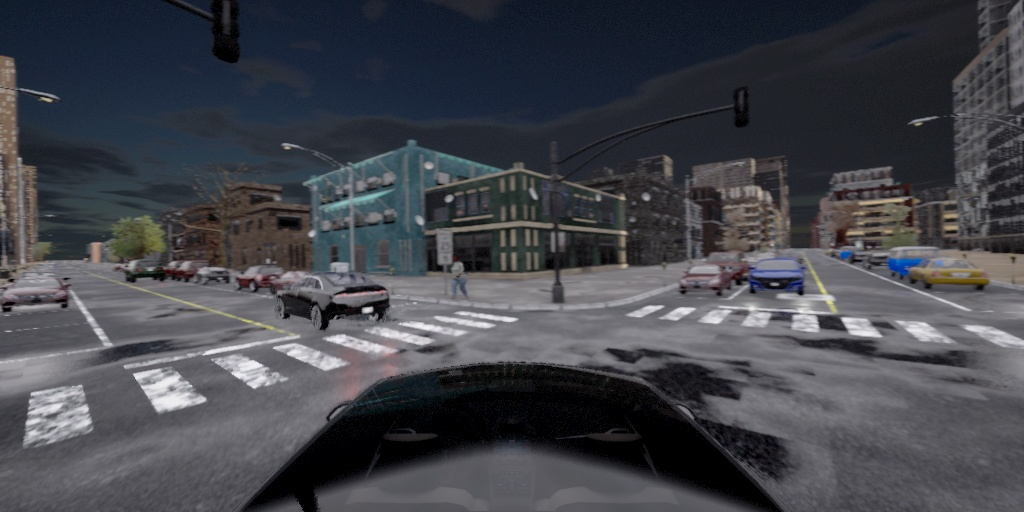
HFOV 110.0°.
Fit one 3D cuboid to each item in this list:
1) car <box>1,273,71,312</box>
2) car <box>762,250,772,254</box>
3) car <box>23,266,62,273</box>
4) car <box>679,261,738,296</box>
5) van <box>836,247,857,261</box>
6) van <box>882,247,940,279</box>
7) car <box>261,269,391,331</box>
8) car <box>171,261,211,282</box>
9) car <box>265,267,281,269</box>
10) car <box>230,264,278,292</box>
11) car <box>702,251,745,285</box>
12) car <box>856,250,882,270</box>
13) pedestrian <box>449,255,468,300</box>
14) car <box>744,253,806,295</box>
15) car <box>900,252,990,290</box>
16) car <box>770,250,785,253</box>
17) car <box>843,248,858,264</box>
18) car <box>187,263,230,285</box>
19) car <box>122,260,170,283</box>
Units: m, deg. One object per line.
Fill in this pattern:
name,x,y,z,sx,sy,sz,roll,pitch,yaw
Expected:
car,-20.681,1.590,15.644,4.207,1.307,1.802,0,0,38
car,29.845,0.284,42.660,1.751,1.417,4.829,0,0,39
car,-25.058,1.507,19.049,4.097,1.591,1.967,0,0,38
car,9.142,1.025,16.796,1.802,1.307,4.207,0,0,39
van,43.428,-0.320,46.221,1.690,1.789,3.998,0,0,39
van,22.619,0.364,20.225,1.690,1.789,3.998,0,0,39
car,-5.681,1.252,11.128,4.902,1.511,2.128,-1,0,41
car,-28.668,1.367,32.475,5.009,1.841,2.192,0,0,38
car,-11.158,1.401,18.851,4.207,1.307,1.802,0,0,38
car,-15.537,1.318,22.258,4.097,1.591,1.967,0,0,38
car,12.610,0.643,21.129,2.192,1.841,5.009,0,0,39
car,29.555,0.346,28.891,2.007,1.370,4.403,0,0,39
pedestrian,-2.100,0.816,14.063,0.375,1.860,0.375,-2,-1,38
car,12.185,0.827,16.482,1.882,1.535,5.008,-2,0,39
car,19.256,0.662,16.025,1.751,1.417,4.829,0,0,39
car,24.900,0.479,32.302,2.033,1.411,5.357,-2,0,39
car,36.491,0.133,37.556,1.948,1.339,4.313,0,0,39
car,-24.291,1.546,29.070,4.403,1.370,2.007,0,0,38
car,-34.340,1.366,33.568,5.566,2.045,2.150,-1,0,38
